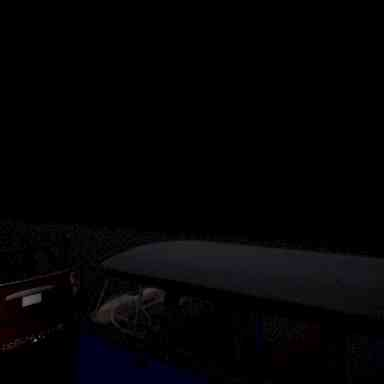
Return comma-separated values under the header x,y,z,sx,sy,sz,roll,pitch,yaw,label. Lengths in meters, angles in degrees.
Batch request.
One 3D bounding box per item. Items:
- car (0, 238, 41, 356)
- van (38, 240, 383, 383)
x,y,z,sx,sy,sz,roll,pitch,yaw,label
-3.740,1.502,5.638,4.097,1.590,1.967,-1,-1,36,car
0.823,1.348,2.379,3.998,1.788,1.690,-1,-1,36,van
